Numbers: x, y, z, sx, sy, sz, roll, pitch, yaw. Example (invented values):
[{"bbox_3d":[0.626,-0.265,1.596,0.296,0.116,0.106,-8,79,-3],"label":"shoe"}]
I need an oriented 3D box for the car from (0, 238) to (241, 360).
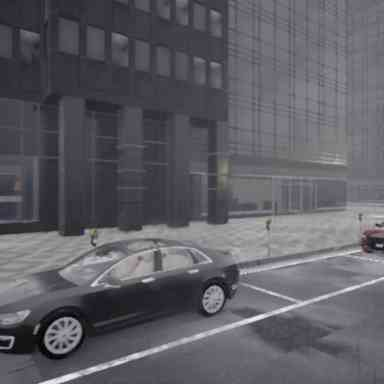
[{"bbox_3d":[-1.096,1.551,5.864,4.403,1.369,2.008,0,0,-35],"label":"car"}]

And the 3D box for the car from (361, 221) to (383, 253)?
[{"bbox_3d":[8.081,1.545,12.408,4.507,1.381,1.887,0,0,-35],"label":"car"}]
